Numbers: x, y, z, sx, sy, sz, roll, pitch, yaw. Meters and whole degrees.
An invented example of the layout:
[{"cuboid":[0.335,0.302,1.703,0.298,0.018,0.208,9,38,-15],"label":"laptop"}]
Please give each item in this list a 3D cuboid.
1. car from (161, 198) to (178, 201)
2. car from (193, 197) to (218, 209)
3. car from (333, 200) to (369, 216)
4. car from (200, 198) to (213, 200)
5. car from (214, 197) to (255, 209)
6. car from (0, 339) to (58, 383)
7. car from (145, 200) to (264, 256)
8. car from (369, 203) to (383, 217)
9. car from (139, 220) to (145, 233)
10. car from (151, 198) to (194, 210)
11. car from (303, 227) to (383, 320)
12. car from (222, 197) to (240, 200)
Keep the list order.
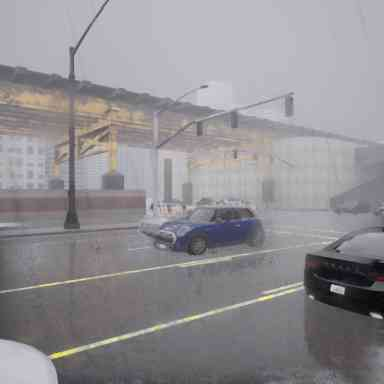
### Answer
[{"cuboid":[-2.038,1.453,37.209,4.974,1.542,2.038,0,0,8],"label":"car"},{"cuboid":[1.701,1.295,39.975,1.853,1.218,4.536,0,0,18],"label":"car"},{"cuboid":[16.159,1.547,33.222,5.357,1.411,2.033,0,0,-42],"label":"car"},{"cuboid":[1.685,1.453,39.925,2.038,1.542,4.974,0,0,18],"label":"car"},{"cuboid":[5.565,1.452,43.717,4.974,1.542,2.038,0,0,-7],"label":"car"},{"cuboid":[-3.081,1.526,1.541,4.674,1.442,1.812,0,0,-36],"label":"car"},{"cuboid":[0.742,1.352,13.225,4.553,1.767,2.097,0,0,-36],"label":"car"},{"cuboid":[18.235,1.565,30.380,4.181,1.385,1.994,0,0,-42],"label":"car"},{"cuboid":[-0.238,1.601,16.756,4.718,1.301,1.895,0,0,-36],"label":"car"},{"cuboid":[-2.089,1.295,37.216,4.536,1.218,1.853,0,0,8],"label":"car"},{"cuboid":[4.446,1.478,7.010,5.008,1.535,1.882,0,0,-36],"label":"car"},{"cuboid":[5.513,1.295,43.710,4.536,1.218,1.853,0,0,-7],"label":"car"}]
